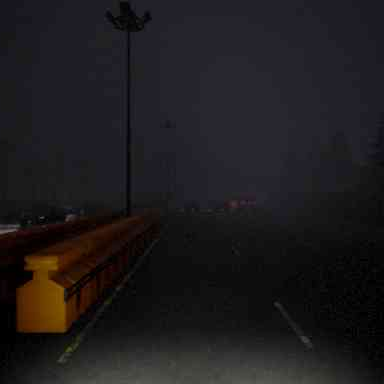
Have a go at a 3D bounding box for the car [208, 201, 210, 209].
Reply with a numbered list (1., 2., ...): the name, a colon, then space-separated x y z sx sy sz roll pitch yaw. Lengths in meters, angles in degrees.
1. car: 3.464 1.842 51.762 2.128 1.511 4.902 0 0 0

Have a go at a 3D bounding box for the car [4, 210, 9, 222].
1. car: -10.622 1.320 14.290 2.150 2.045 5.566 0 0 0

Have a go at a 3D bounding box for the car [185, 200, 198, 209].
1. car: -0.036 1.914 51.731 1.994 1.385 4.181 0 0 0

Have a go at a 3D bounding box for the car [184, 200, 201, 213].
1. car: 0.070 1.787 41.652 1.837 1.490 4.892 0 0 0

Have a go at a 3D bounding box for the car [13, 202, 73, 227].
1. car: -10.613 1.690 24.109 1.812 1.442 4.674 0 0 0

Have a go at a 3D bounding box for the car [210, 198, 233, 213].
1. car: 3.570 1.785 41.362 1.837 1.490 4.892 0 0 0

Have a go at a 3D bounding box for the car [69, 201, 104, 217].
1. car: -10.587 1.726 34.538 2.128 1.511 4.902 0 0 0

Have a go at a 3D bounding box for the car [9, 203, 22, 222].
1. car: -14.105 1.671 28.540 1.882 1.535 5.008 0 0 0

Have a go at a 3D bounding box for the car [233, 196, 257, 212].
1. car: 7.061 1.515 43.366 2.150 2.045 5.566 0 0 0
